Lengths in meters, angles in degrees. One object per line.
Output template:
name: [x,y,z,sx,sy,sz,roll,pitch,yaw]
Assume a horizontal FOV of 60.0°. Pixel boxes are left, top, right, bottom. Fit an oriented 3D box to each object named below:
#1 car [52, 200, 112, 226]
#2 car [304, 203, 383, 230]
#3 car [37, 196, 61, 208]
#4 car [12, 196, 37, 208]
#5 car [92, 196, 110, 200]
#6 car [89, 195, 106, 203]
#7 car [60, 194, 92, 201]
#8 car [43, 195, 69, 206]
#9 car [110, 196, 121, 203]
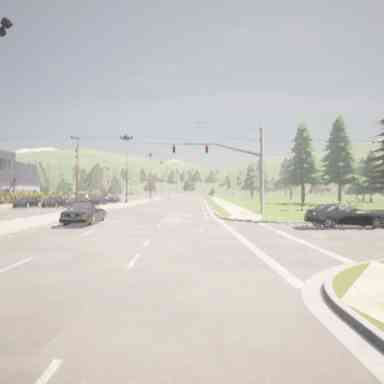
car: [-7.296,1.485,22.702,2.033,1.411,5.357,0,0,-1]
car: [9.275,1.436,19.994,4.902,1.511,2.128,0,0,-1]
car: [-18.788,1.380,45.433,1.837,1.490,4.892,0,0,2]
car: [-22.291,1.381,44.989,1.837,1.490,4.892,0,0,2]
car: [-15.088,1.331,53.259,1.882,1.535,5.008,0,0,1]
car: [-18.358,1.386,64.670,1.994,1.385,4.181,0,0,1]
car: [-15.326,1.404,44.178,1.812,1.442,4.674,0,0,2]
car: [-22.072,1.343,54.120,2.128,1.511,4.902,0,0,1]
car: [-14.884,1.390,63.347,1.994,1.385,4.181,0,0,1]
